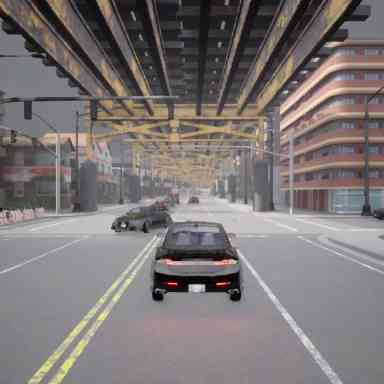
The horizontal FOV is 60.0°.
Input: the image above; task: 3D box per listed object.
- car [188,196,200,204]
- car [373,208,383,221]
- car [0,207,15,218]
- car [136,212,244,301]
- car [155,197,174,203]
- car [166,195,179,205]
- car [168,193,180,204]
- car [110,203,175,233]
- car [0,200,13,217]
[{"bbox_3d":[0.338,1.503,60.635,1.812,1.442,4.674,0,0,0],"label":"car"},{"bbox_3d":[16.462,1.478,25.321,5.008,1.535,1.882,-1,0,1],"label":"car"},{"bbox_3d":[-16.660,1.453,26.019,4.974,1.542,2.038,0,0,-20],"label":"car"},{"bbox_3d":[0.105,1.492,8.321,2.128,1.511,4.902,0,0,0],"label":"car"},{"bbox_3d":[-3.457,1.601,37.984,1.895,1.301,4.718,0,0,1],"label":"car"},{"bbox_3d":[-3.404,1.547,48.351,2.033,1.411,5.357,0,0,0],"label":"car"},{"bbox_3d":[-3.341,1.204,59.044,2.150,2.045,5.566,0,0,1],"label":"car"},{"bbox_3d":[-2.814,1.564,19.154,1.994,1.385,4.181,0,0,23],"label":"car"},{"bbox_3d":[-16.709,1.295,26.001,4.536,1.218,1.853,0,0,-20],"label":"car"}]
